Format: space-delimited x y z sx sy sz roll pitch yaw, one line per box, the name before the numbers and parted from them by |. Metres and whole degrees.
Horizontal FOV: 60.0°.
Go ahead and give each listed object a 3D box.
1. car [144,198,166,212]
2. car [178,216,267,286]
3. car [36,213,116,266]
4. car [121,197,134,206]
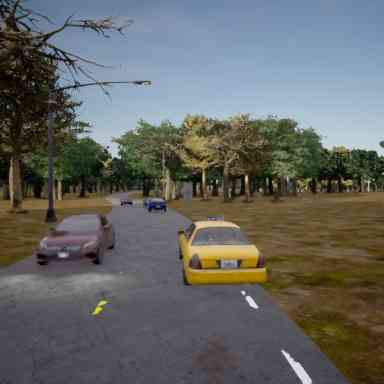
car | -4.057 1.399 37.890 1.882 1.535 5.008 0 0 -11
car | 0.584 1.447 9.388 1.801 1.575 5.366 0 0 -4
car | -3.818 1.517 11.707 1.812 1.442 4.674 0 0 -5
car | -10.128 1.407 51.564 2.033 1.411 5.357 0 0 -14
